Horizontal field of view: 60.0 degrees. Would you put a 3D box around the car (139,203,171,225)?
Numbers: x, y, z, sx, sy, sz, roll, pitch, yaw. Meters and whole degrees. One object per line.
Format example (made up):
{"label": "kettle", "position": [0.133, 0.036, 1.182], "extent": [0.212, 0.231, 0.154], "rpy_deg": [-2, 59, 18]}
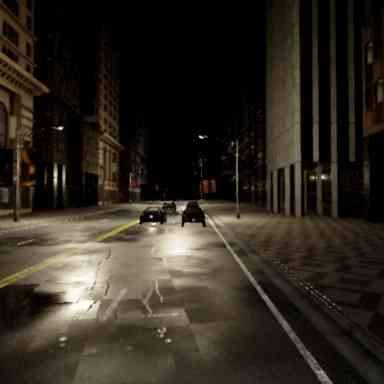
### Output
{"label": "car", "position": [-3.144, 1.907, 27.704], "extent": [1.994, 1.385, 4.181], "rpy_deg": [0, -1, 0]}

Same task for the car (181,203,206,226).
{"label": "car", "position": [0.108, 1.850, 26.146], "extent": [1.812, 1.442, 4.674], "rpy_deg": [0, 0, 0]}

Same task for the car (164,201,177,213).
{"label": "car", "position": [-3.140, 2.055, 46.295], "extent": [2.128, 1.511, 4.902], "rpy_deg": [0, -1, 0]}
